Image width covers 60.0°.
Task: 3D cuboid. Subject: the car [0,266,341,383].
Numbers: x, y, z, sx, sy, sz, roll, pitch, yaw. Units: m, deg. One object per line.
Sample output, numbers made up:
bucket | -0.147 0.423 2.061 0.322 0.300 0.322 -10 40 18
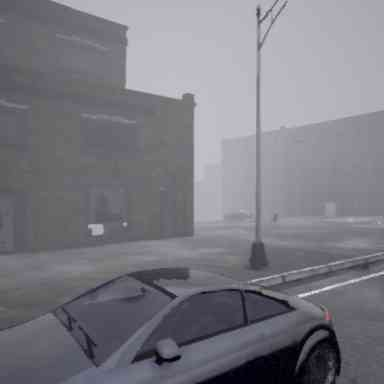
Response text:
car | -0.354 1.567 3.414 4.181 1.385 1.994 0 0 -35

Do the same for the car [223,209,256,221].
car | 5.633 2.692 39.282 1.812 1.442 4.674 0 -5 -36
